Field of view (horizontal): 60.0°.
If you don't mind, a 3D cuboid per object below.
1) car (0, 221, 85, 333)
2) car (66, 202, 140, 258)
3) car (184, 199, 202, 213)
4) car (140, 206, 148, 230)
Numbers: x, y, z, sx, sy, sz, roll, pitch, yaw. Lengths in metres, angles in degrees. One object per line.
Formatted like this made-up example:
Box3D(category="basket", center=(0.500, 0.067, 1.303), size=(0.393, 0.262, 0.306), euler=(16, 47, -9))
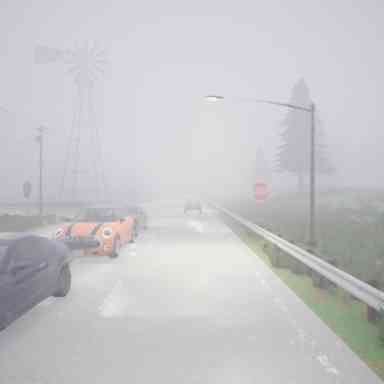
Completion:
Box3D(category="car", center=(-3.596, 1.502, 5.811), size=(1.812, 1.442, 4.674), euler=(0, 0, 0))
Box3D(category="car", center=(-3.498, 1.302, 12.531), size=(2.097, 1.767, 4.553), euler=(0, 0, 0))
Box3D(category="car", center=(0.101, 1.409, 35.069), size=(2.033, 1.411, 5.357), euler=(0, 0, 0))
Box3D(category="car", center=(-3.549, 1.406, 17.907), size=(1.882, 1.535, 5.008), euler=(0, 0, 0))
